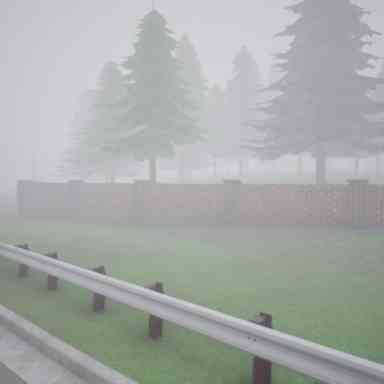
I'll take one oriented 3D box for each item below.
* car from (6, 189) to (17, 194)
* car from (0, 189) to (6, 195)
[{"bbox_3d":[-43.538,-0.043,81.719,2.097,1.767,4.553,1,1,-19],"label":"car"},{"bbox_3d":[-46.736,0.044,80.243,1.882,1.535,5.008,1,1,-19],"label":"car"}]
